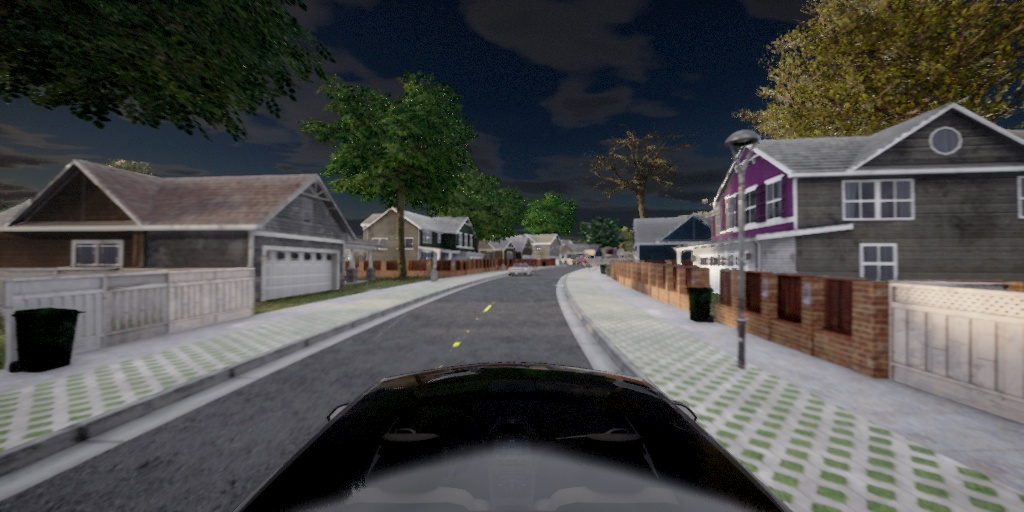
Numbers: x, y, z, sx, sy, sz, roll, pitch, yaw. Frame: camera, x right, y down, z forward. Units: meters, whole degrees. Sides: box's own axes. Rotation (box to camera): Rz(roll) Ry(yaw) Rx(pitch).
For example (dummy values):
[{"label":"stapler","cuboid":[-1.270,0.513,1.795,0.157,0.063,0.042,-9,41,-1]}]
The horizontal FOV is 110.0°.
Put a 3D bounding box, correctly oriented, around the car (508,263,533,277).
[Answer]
[{"label":"car","cuboid":[0.903,1.356,36.320,1.895,1.301,4.718,0,0,12]}]
